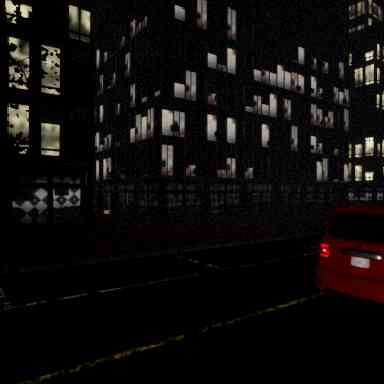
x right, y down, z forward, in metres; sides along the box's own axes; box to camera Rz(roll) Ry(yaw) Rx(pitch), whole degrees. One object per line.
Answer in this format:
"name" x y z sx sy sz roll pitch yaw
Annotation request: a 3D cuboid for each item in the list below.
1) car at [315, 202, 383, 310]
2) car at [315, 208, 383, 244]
"car" 4.892 1.221 6.927 5.566 2.045 2.150 0 0 -36
"car" 8.140 1.563 16.226 4.313 1.339 1.947 0 0 -36
